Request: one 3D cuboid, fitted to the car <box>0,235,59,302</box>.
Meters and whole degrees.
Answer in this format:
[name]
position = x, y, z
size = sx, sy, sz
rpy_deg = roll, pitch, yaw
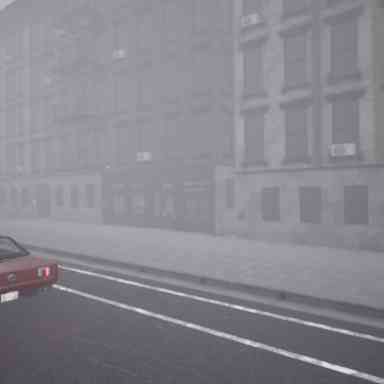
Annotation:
[car]
position = -5.051, 1.575, 7.256
size = 4.718, 1.301, 1.895
rpy_deg = 0, 0, 36
